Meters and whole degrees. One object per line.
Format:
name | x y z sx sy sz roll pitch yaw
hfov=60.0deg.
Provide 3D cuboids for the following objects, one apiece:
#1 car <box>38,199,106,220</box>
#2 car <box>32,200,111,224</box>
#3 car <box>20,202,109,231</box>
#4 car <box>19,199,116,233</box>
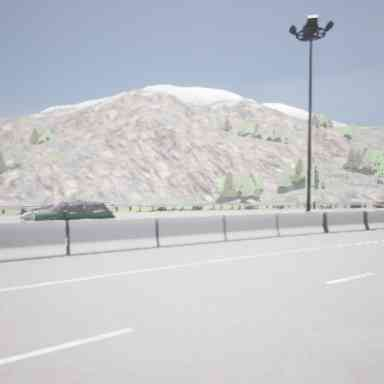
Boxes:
car | -9.665 1.326 26.893 4.892 1.490 1.837 1 0 -33
car | -8.457 1.348 23.514 4.892 1.490 1.837 1 0 -33
car | -7.572 1.387 19.915 4.674 1.442 1.812 1 0 -33
car | -6.143 1.238 16.638 4.553 1.767 2.097 1 0 -33
